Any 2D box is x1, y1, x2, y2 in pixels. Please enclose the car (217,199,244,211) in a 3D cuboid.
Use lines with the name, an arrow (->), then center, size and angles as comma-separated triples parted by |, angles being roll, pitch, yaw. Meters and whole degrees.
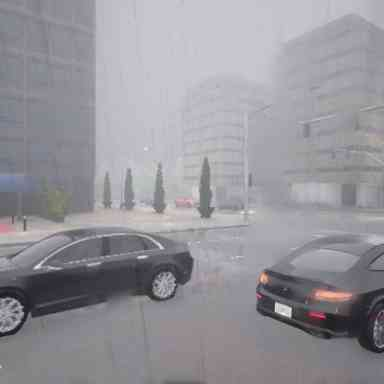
car -> 4.885, 1.564, 39.858 | 1.994, 1.385, 4.181 | 0, 0, -35

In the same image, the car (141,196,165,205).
car -> -6.196, 1.564, 55.671 | 1.994, 1.385, 4.181 | 0, 0, -35

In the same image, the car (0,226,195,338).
car -> -2.222, 1.505, 6.713 | 4.892, 1.490, 1.837 | 0, 0, -36

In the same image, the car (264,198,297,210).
car -> 11.412, 1.526, 43.064 | 1.812, 1.442, 4.674 | 0, 0, -35

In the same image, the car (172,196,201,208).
car -> -0.500, 1.352, 47.535 | 2.097, 1.767, 4.553 | 0, 0, -35

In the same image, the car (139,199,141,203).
car -> -8.767, 1.564, 65.750 | 1.994, 1.385, 4.181 | 0, 0, -35

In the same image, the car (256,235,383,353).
car -> 3.190, 1.526, 6.098 | 4.674, 1.442, 1.812 | 0, 0, -35

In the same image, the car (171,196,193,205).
car -> -1.895, 1.504, 62.051 | 1.837, 1.490, 4.892 | 0, 0, -35
